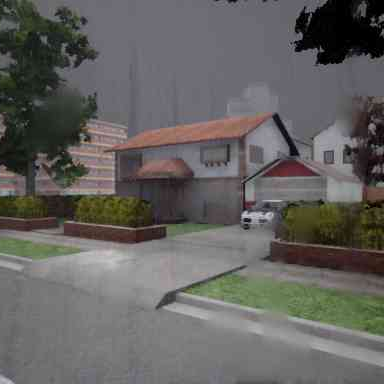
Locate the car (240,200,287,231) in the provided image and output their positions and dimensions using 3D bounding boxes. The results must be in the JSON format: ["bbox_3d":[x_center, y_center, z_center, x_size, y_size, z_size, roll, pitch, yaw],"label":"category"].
[{"bbox_3d":[4.101,1.168,17.378,1.970,1.475,3.806,0,0,36],"label":"car"}]
